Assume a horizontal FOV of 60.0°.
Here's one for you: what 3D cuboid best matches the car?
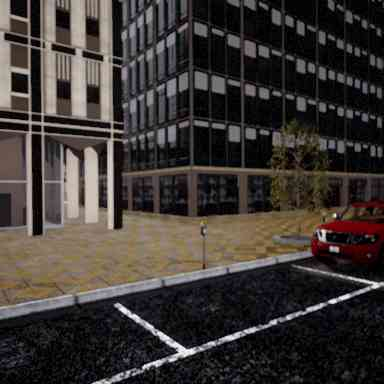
[{"bbox_3d":[5.912,1.212,10.512,5.009,1.841,2.192,-1,0,-36],"label":"car"}]
